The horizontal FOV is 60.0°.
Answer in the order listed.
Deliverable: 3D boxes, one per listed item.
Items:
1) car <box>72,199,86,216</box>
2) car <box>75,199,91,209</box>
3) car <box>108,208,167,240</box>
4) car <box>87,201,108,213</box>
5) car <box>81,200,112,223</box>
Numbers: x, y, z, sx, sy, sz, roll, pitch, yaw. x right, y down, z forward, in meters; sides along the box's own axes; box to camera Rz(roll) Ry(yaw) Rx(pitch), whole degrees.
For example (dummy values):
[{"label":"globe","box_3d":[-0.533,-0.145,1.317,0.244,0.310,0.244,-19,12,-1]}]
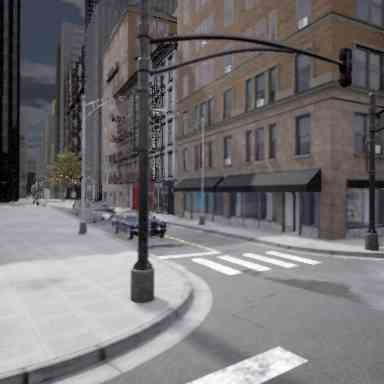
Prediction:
[{"label":"car","box_3d":[-12.086,1.799,36.865,2.128,1.511,4.902,0,-1,-26]},{"label":"car","box_3d":[-18.332,1.981,55.628,1.837,1.490,4.892,0,-1,-27]},{"label":"car","box_3d":[-3.044,1.763,18.469,1.895,1.301,4.718,0,-1,-26]},{"label":"car","box_3d":[-12.447,1.933,43.667,1.994,1.385,4.181,0,-1,-26]},{"label":"car","box_3d":[-7.548,1.724,27.616,2.128,1.511,4.902,0,-1,-26]}]
